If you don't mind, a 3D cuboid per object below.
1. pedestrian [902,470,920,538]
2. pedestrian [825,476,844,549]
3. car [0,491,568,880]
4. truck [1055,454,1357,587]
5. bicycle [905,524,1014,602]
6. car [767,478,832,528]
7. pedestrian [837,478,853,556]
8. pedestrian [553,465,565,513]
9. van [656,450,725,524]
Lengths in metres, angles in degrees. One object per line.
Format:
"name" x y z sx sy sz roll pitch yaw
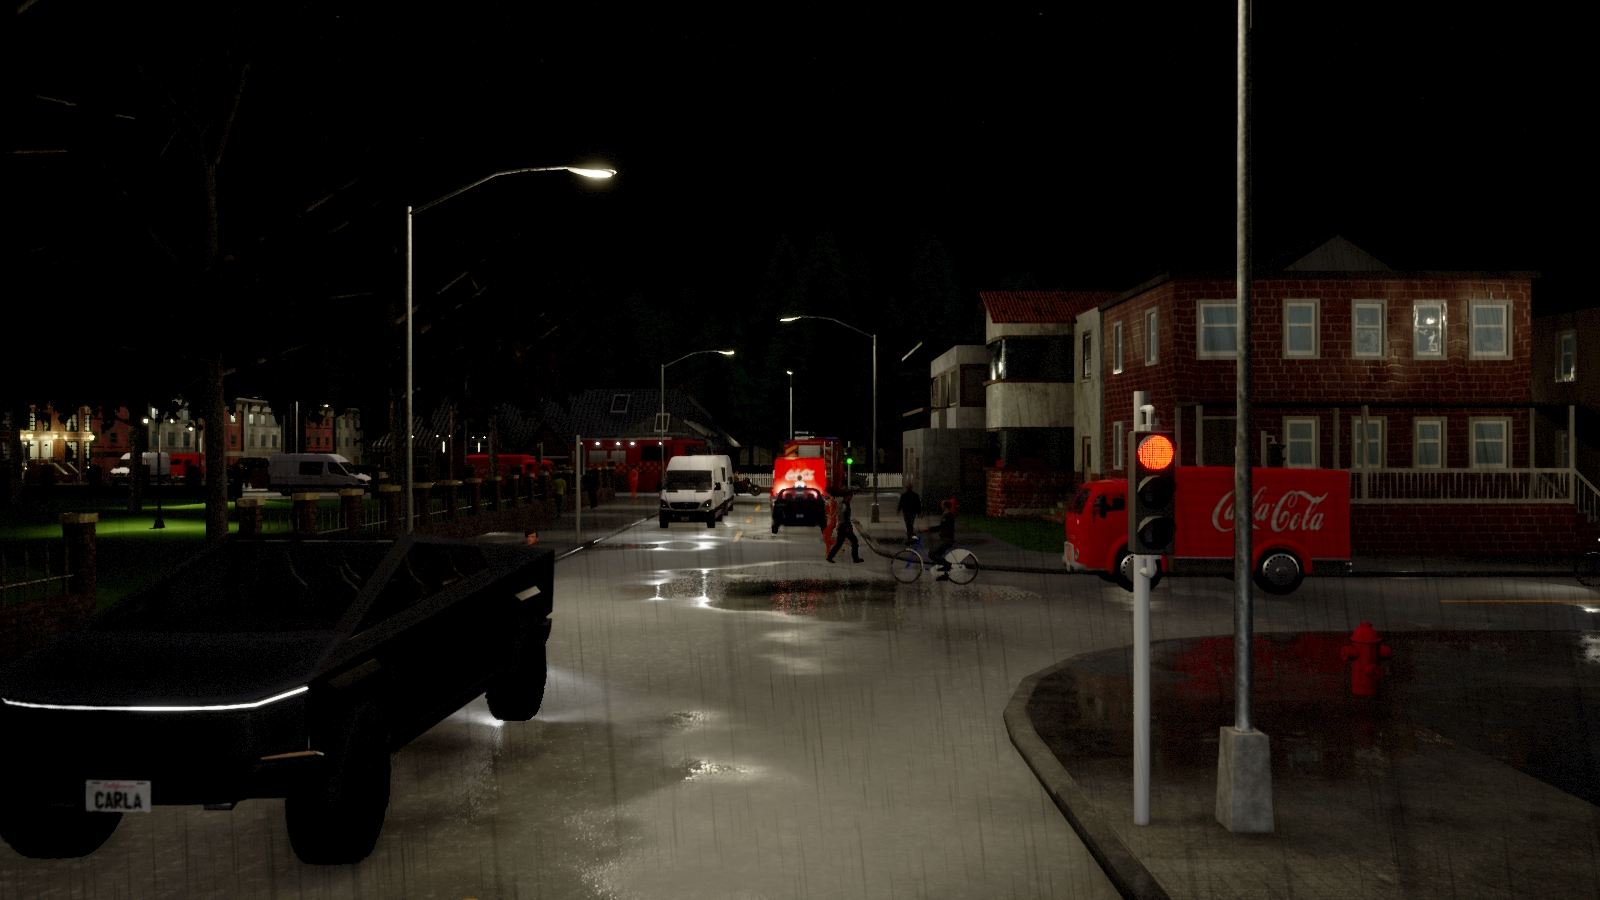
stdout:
"pedestrian" 3.094 1.502 31.858 0.375 1.860 0.375 0 0 25
"pedestrian" 0.895 1.616 29.530 0.375 1.860 0.375 0 0 22
"car" -4.005 1.528 10.051 2.390 2.098 6.274 0 0 3
"truck" 8.057 1.346 23.184 5.204 2.467 2.627 1 0 2
"bicycle" 2.741 1.931 19.657 1.835 1.271 0.329 0 0 12
"car" -0.015 1.797 39.828 2.097 1.535 5.006 0 0 0
"pedestrian" 1.090 1.617 27.754 0.375 1.860 0.375 0 0 -2
"pedestrian" -9.371 1.507 44.425 0.375 1.860 0.375 0 0 1
"van" -4.007 1.296 42.666 1.988 2.561 5.915 0 0 0
